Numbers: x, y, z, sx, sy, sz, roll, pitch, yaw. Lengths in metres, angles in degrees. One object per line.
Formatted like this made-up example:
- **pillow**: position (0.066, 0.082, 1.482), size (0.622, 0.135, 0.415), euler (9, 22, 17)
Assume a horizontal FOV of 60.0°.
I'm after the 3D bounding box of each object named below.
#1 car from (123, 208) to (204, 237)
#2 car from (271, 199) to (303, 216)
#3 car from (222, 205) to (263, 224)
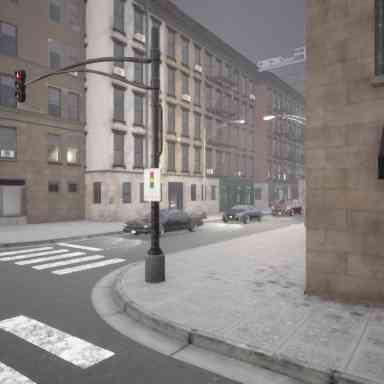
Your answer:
- **car**: position (-1.391, 1.631, 18.870), size (2.033, 1.411, 5.357), euler (0, 0, 35)
- **car**: position (9.985, 1.539, 34.792), size (2.097, 1.767, 4.553), euler (0, 0, 35)
- **car**: position (4.065, 1.696, 26.509), size (1.994, 1.385, 4.181), euler (0, 0, 36)
